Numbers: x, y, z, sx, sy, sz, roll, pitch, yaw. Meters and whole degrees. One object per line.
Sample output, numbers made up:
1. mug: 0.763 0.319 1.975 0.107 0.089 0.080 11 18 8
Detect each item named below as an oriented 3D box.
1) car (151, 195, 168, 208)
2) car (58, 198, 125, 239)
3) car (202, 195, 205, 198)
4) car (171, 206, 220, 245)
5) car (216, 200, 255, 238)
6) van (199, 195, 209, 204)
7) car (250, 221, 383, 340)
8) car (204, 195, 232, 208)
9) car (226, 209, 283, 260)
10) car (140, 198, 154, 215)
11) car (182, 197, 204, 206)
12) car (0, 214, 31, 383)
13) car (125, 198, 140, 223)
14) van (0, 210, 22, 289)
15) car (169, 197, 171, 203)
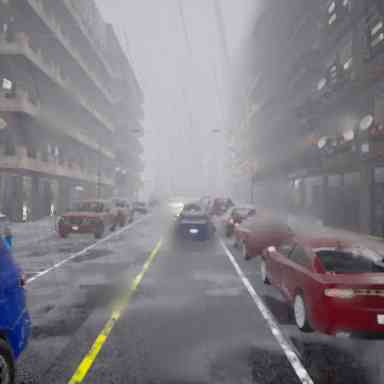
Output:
1. car: -5.409 1.398 50.914 2.192 1.841 5.009 1 0 0
2. car: -5.333 1.329 17.732 2.192 1.841 5.009 1 0 0
3. car: 2.460 1.495 39.815 1.967 1.590 4.097 1 0 0
4. car: 0.063 1.577 15.717 1.994 1.385 4.181 0 0 0
5. car: 2.552 1.456 17.690 1.967 1.590 4.097 1 0 0
6. van: 2.398 1.487 67.472 1.690 1.788 3.998 1 0 0
7. car: 2.568 1.550 6.628 1.887 1.381 4.507 1 0 0
8. car: 2.488 1.347 28.751 2.192 1.841 5.009 1 0 0
9. car: 2.555 1.554 12.158 1.887 1.381 4.507 1 0 0
10. car: -5.377 1.606 34.324 1.947 1.339 4.313 1 0 0
11. car: 0.025 1.565 33.319 1.812 1.442 4.674 0 0 0
12. car: -2.854 1.221 1.441 2.150 2.045 5.566 0 0 0
13. car: -5.345 1.337 23.262 2.192 1.841 5.009 1 0 0
14. van: -5.308 1.344 6.672 1.690 1.788 3.998 1 0 0
15. car: -5.467 1.750 73.039 1.802 1.307 4.206 1 0 0
